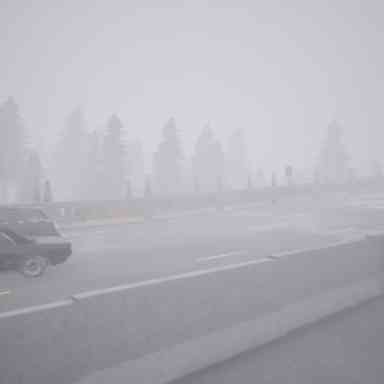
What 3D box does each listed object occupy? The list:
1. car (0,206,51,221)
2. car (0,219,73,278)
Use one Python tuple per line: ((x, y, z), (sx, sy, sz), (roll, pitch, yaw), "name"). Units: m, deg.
((-7.144, 1.334, 11.781), (4.553, 1.767, 2.097), (-1, 0, -35), "car")
((-5.710, 1.589, 8.510), (4.718, 1.301, 1.895), (0, 0, -35), "car")
